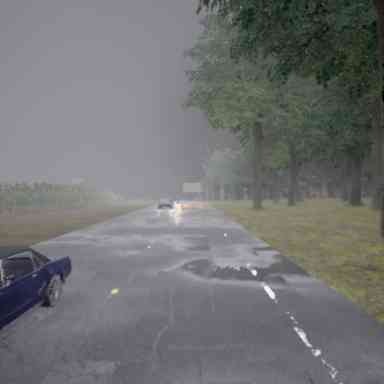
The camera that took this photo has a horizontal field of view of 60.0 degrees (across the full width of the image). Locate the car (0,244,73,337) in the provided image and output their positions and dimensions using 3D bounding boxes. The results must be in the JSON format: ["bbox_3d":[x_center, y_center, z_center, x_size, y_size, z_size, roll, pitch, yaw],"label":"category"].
[{"bbox_3d":[-3.599,1.605,5.203,1.895,1.301,4.718,0,0,0],"label":"car"}]

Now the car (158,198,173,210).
[{"bbox_3d":[-3.584,1.563,45.590,1.882,1.535,5.008,0,0,0],"label":"car"}]

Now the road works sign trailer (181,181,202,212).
[{"bbox_3d":[0.002,0.519,38.707,2.380,3.560,2.880,0,0,1],"label":"road works sign trailer"}]
